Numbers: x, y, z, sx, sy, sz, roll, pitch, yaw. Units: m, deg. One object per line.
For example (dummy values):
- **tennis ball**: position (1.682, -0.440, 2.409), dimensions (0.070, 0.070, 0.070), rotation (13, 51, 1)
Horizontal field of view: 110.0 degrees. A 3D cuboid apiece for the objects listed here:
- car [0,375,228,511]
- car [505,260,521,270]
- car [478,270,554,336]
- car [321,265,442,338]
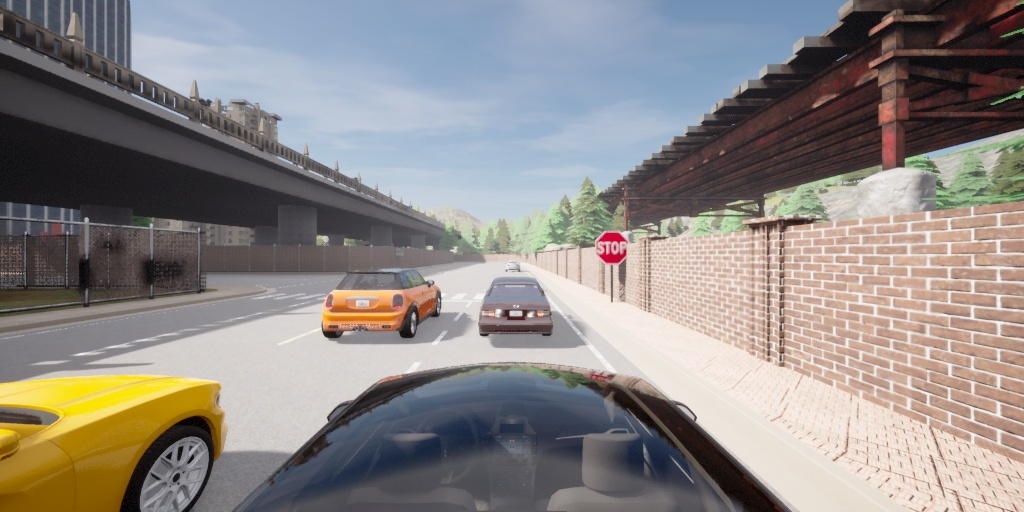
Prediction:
- **car**: position (-3.397, 1.228, 1.049), dimensions (1.882, 1.535, 5.008), rotation (0, 0, 0)
- **car**: position (0.106, 1.276, 46.209), dimensions (1.812, 1.442, 4.674), rotation (0, 0, -1)
- **car**: position (0.087, 1.297, 10.326), dimensions (2.033, 1.411, 5.357), rotation (0, 0, 0)
- **car**: position (-3.414, 1.102, 10.306), dimensions (2.097, 1.767, 4.553), rotation (0, 0, 0)
